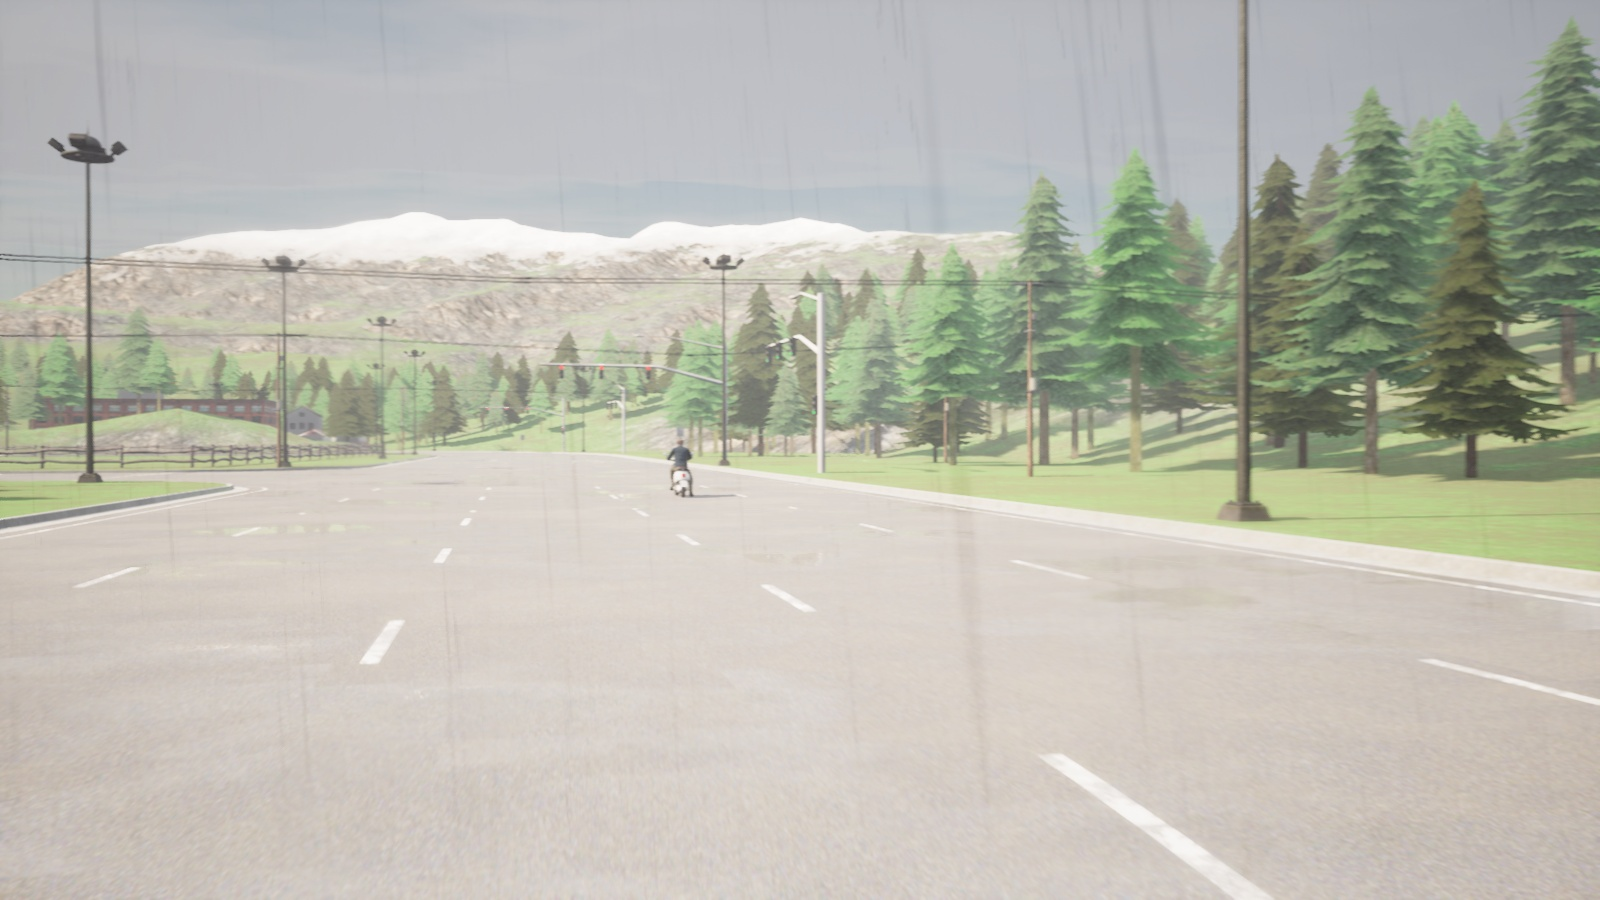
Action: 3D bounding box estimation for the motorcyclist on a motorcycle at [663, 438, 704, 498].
[{"bbox_3d":[-3.183,0.467,34.167,0.866,1.590,1.817,0,0,-12],"label":"motorcyclist on a motorcycle"}]
